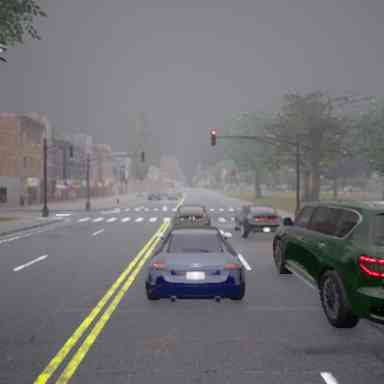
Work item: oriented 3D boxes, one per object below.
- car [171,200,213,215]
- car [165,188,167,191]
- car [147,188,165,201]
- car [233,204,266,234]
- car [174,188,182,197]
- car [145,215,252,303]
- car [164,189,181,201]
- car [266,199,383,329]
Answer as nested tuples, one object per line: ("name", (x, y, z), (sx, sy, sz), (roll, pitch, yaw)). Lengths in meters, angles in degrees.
("car", (0.002, 1.378, 17.014), (1.837, 1.490, 4.892), (0, 0, 1))
("car", (-6.679, 0.165, 75.904), (2.150, 2.045, 5.566), (0, 1, 0))
("car", (-6.697, 0.501, 59.902), (2.150, 2.045, 5.566), (0, 1, 0))
("car", (3.255, 1.379, 16.843), (1.837, 1.490, 4.892), (0, 0, 0))
("car", (-3.427, 0.177, 75.453), (2.150, 2.045, 5.566), (0, 1, 0))
("car", (0.060, 1.485, 8.091), (1.994, 1.385, 4.181), (0, 0, 0))
("car", (-3.449, 0.784, 59.967), (1.837, 1.490, 4.892), (0, 1, 0))
("car", (3.311, 1.152, 6.910), (2.150, 2.045, 5.566), (0, 0, 0))
